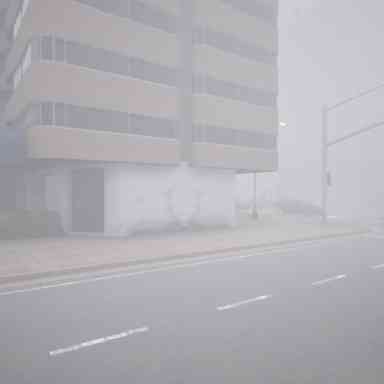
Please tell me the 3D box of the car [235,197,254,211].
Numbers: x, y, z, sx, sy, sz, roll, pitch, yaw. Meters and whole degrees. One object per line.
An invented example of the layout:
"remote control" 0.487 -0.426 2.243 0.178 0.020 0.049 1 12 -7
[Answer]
"car" 5.176 1.564 40.362 1.994 1.385 4.181 0 0 -36

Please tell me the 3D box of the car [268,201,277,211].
"car" 11.441 1.478 37.687 1.882 1.535 5.008 0 0 -36

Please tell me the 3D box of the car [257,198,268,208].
"car" 8.843 1.547 47.545 2.033 1.411 5.357 0 0 -36

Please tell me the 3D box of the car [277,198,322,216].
"car" 10.847 1.564 32.549 1.994 1.385 4.181 0 0 -36

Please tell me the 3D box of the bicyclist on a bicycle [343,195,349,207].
"bicyclist on a bicycle" 22.058 1.301 47.707 1.656 1.620 0.582 0 0 -36
